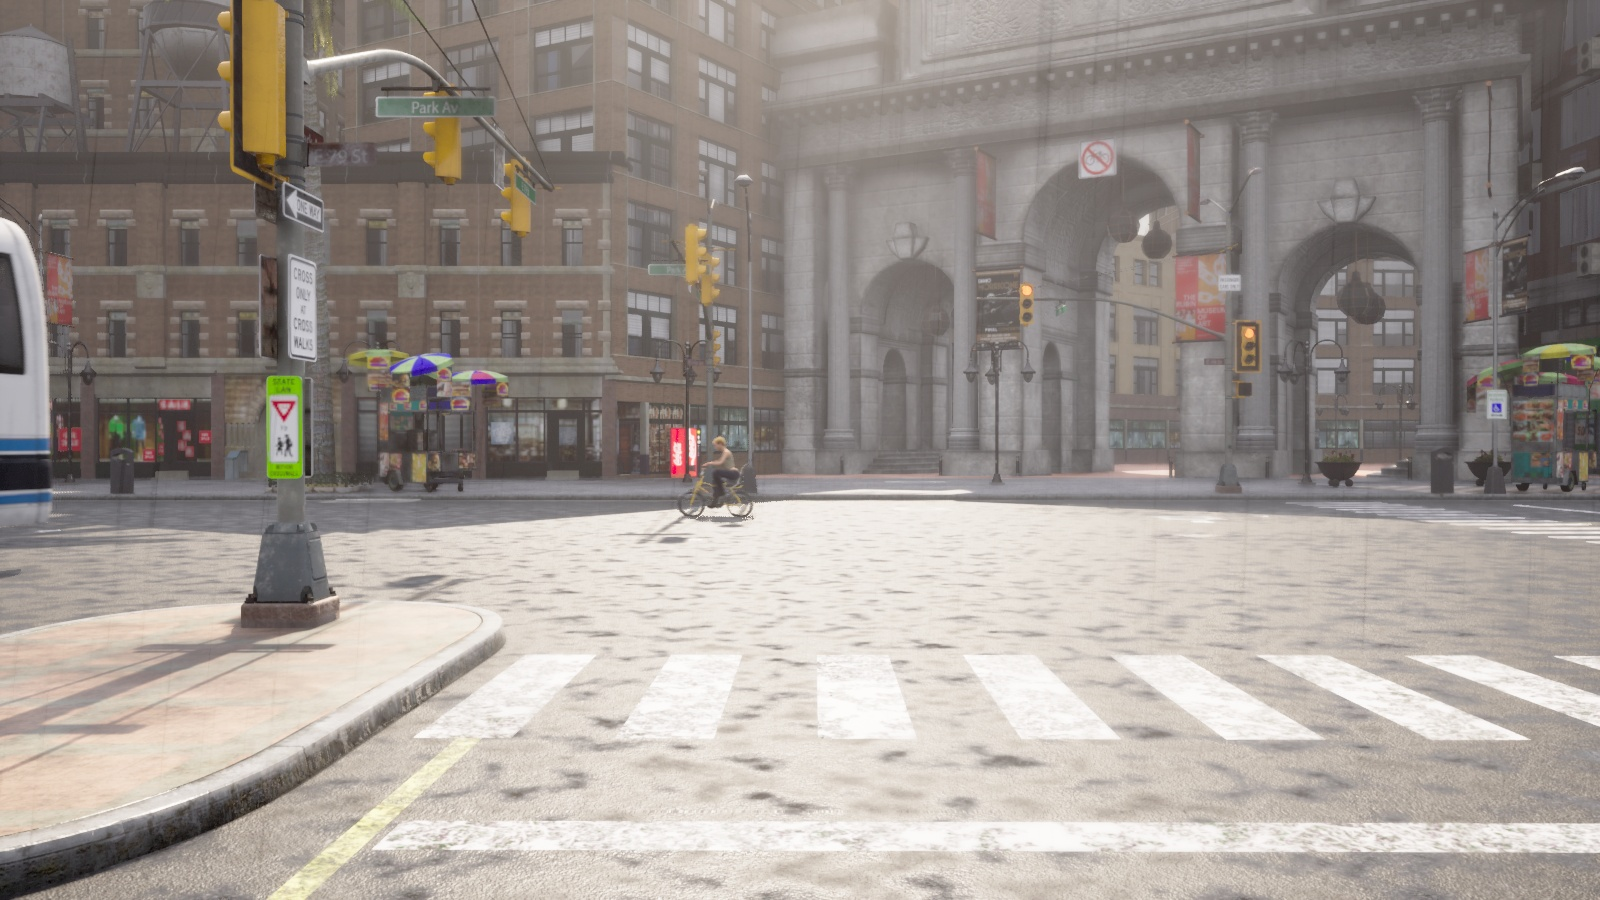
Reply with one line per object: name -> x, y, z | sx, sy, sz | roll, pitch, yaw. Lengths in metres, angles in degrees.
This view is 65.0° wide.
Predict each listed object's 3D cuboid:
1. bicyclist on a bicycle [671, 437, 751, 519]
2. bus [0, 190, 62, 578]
bicyclist on a bicycle -> -1.752, 0.541, 24.943 | 1.509, 1.612, 0.866 | 0, 0, 1
bus -> -11.466, -0.695, 9.909 | 3.944, 4.253, 10.273 | 0, 0, 10
